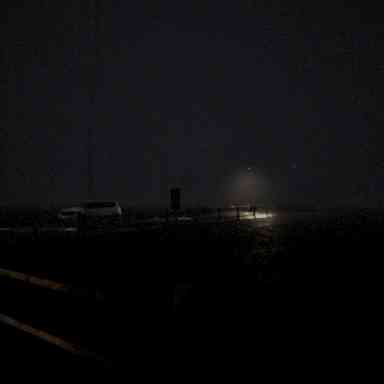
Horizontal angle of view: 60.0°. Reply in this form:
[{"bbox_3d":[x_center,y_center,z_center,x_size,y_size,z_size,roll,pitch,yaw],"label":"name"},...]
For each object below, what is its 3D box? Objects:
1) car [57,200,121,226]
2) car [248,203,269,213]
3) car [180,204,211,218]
[{"bbox_3d":[-8.542,1.724,28.261,2.150,2.045,5.566,-1,-2,36],"label":"car"},{"bbox_3d":[11.129,2.681,55.628,1.882,1.535,5.008,-1,-2,36],"label":"car"},{"bbox_3d":[0.505,2.292,40.915,2.128,1.511,4.902,-1,-1,36],"label":"car"}]
